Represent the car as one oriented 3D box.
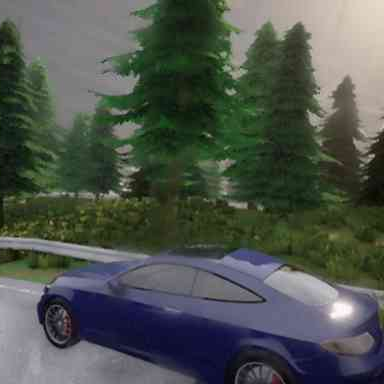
[{"bbox_3d":[-0.030,1.453,4.540,4.674,1.442,1.812,2,1,29],"label":"car"}]
